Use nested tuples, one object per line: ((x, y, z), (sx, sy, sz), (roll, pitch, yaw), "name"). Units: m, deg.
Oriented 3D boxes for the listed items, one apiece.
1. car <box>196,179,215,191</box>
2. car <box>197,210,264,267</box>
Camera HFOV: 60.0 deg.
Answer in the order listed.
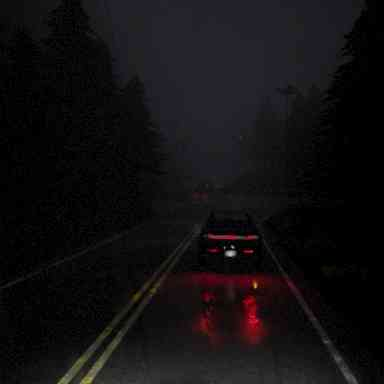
((1.823, -1.067, 45.215), (1.812, 1.442, 4.674), (1, 10, 15), "car")
((1.238, 1.358, 11.008), (2.128, 1.511, 4.902), (1, 1, 6), "car")
